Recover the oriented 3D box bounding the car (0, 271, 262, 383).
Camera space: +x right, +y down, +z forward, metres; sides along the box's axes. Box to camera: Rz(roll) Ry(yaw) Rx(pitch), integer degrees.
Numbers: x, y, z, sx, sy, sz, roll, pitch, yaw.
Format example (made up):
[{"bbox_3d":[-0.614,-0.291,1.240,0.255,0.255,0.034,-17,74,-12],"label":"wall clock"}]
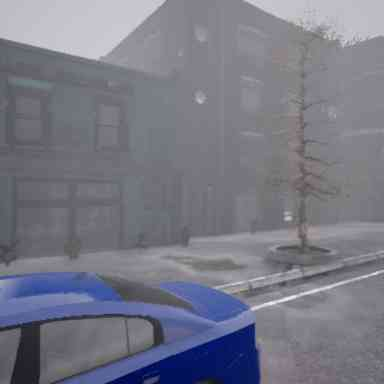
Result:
[{"bbox_3d":[-1.670,1.477,2.484,5.008,1.535,1.882,0,0,-35],"label":"car"}]
